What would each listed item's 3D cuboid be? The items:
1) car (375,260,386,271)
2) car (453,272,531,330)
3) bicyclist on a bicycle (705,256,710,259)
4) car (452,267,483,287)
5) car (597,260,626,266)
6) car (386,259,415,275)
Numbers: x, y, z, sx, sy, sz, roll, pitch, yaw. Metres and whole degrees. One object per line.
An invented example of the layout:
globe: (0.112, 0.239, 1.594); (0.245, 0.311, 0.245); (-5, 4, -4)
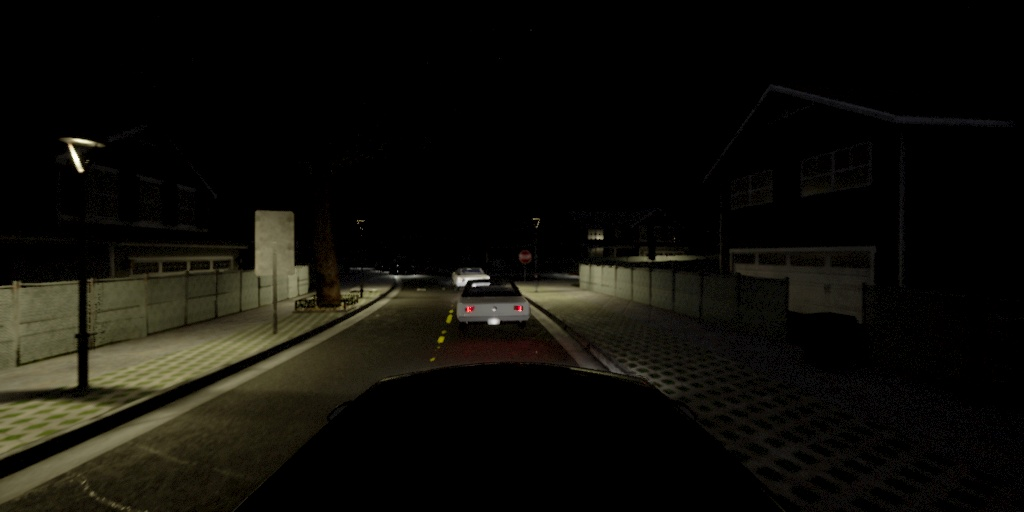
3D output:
car: (-17.228, 1.253, 48.562); (1.837, 1.490, 4.892); (0, 1, -32)
car: (-0.704, 1.353, 11.198); (1.895, 1.301, 4.718); (0, 0, -7)
bicyclist on a bicycle: (15.292, 0.793, 28.002); (0.582, 1.620, 1.656); (-1, 0, -12)
car: (-2.637, 1.351, 21.917); (1.895, 1.301, 4.718); (0, 0, -13)
car: (8.892, 1.075, 32.685); (5.357, 1.411, 2.033); (-1, 1, -12)
car: (-12.106, 1.100, 39.494); (2.097, 1.767, 4.553); (0, 0, -27)
